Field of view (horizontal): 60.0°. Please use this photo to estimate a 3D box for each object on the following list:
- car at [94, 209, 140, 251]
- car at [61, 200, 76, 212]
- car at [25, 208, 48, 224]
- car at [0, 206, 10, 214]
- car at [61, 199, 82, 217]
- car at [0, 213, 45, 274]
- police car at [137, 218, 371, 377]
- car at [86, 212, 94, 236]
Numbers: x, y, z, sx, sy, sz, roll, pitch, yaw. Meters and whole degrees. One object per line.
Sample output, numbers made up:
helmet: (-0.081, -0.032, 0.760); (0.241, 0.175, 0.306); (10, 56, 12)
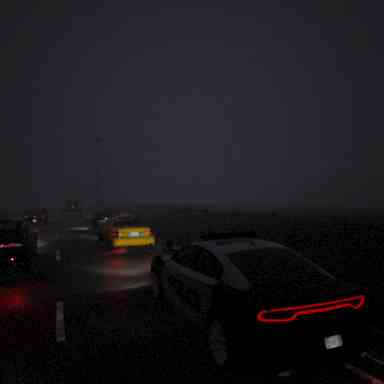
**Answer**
car: (-3.220, 1.680, 15.438); (1.801, 1.575, 5.366); (0, -1, -22)
car: (-19.489, 2.168, 52.411); (2.097, 1.767, 4.553); (0, -1, -22)
car: (-13.634, 2.073, 29.135); (1.895, 1.301, 4.718); (0, -1, -22)
car: (-17.989, 1.996, 30.535); (1.882, 1.535, 5.008); (0, -1, -22)
car: (-14.578, 1.845, 40.459); (2.150, 2.045, 5.566); (0, -1, -22)
car: (-6.129, 1.674, 10.798); (2.128, 1.511, 4.902); (0, -1, -22)
police car: (0.598, 1.503, 6.110); (1.930, 1.638, 5.238); (0, -1, -22)
car: (-5.420, 1.815, 20.813); (1.837, 1.490, 4.892); (0, -1, -22)
